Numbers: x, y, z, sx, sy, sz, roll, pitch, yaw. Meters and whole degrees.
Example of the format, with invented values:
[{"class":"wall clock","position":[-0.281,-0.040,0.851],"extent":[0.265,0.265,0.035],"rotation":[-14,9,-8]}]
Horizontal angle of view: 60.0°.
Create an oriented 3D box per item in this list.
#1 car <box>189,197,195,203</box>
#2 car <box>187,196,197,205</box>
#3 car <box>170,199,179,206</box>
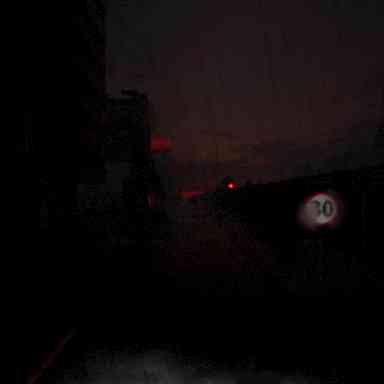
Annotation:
[{"class":"car","position":[0.011,2.334,94.152],"extent":[1.882,1.535,5.008],"rotation":[0,-1,0]},{"class":"car","position":[0.012,2.128,83.764],"extent":[2.150,2.045,5.566],"rotation":[0,-1,0]},{"class":"car","position":[-3.987,2.356,76.459],"extent":[1.812,1.442,4.674],"rotation":[0,-1,0]}]
